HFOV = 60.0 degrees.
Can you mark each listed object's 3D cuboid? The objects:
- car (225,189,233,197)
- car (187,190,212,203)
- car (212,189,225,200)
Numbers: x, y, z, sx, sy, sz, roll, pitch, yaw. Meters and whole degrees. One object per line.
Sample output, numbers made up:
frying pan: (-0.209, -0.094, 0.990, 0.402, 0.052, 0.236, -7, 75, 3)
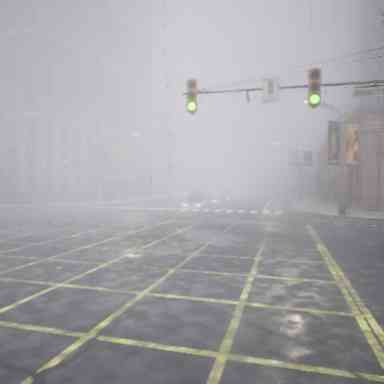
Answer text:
car: (6.297, 0.124, 61.561, 1.882, 1.535, 5.008, 1, 1, 16)
car: (0.754, 0.517, 42.407, 1.882, 1.535, 5.008, 1, 1, 16)
car: (3.388, 0.376, 51.608, 1.812, 1.442, 4.674, 1, 1, 17)
